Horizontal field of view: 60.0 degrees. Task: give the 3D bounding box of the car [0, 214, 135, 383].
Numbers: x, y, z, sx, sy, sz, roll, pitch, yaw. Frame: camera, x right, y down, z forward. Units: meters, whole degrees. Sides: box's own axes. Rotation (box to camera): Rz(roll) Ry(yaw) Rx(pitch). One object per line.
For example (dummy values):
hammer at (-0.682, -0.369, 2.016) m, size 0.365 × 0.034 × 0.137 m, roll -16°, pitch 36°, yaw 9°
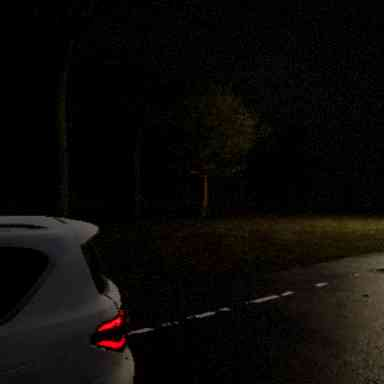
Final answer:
car at (-3.061, 1.204, 1.808) m, size 5.566 × 2.045 × 2.150 m, roll 1°, pitch 0°, yaw -35°
